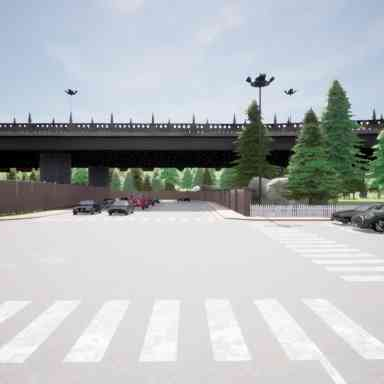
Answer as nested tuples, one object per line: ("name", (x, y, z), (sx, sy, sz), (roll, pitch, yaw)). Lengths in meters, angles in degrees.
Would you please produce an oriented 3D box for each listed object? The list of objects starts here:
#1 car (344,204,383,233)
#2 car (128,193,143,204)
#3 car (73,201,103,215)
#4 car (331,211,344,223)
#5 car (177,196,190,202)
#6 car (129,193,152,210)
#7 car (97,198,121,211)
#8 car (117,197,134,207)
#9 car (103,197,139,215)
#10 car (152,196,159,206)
("car", (11.481, 1.297, 18.704), (4.553, 1.767, 2.097), (0, 0, 2))
("car", (-10.690, 1.221, 63.473), (2.150, 2.045, 5.566), (0, 0, -3))
("car", (-10.569, 1.564, 33.870), (1.994, 1.385, 4.181), (0, 0, 0))
("car", (12.235, 1.492, 22.219), (5.357, 1.411, 2.033), (0, 0, 2))
("car", (-1.908, 1.553, 75.231), (1.994, 1.385, 4.181), (0, 0, -19))
("car", (-7.045, 1.221, 43.767), (2.150, 2.045, 5.566), (0, 0, 0))
("car", (-10.544, 1.526, 42.585), (1.812, 1.442, 4.674), (0, 0, 0))
("car", (-10.540, 1.526, 52.765), (1.812, 1.442, 4.674), (0, 0, 0))
("car", (-7.043, 1.547, 33.593), (2.033, 1.411, 5.357), (0, 0, 0))
("car", (-7.046, 1.564, 53.775), (1.994, 1.385, 4.181), (0, 0, 0))
